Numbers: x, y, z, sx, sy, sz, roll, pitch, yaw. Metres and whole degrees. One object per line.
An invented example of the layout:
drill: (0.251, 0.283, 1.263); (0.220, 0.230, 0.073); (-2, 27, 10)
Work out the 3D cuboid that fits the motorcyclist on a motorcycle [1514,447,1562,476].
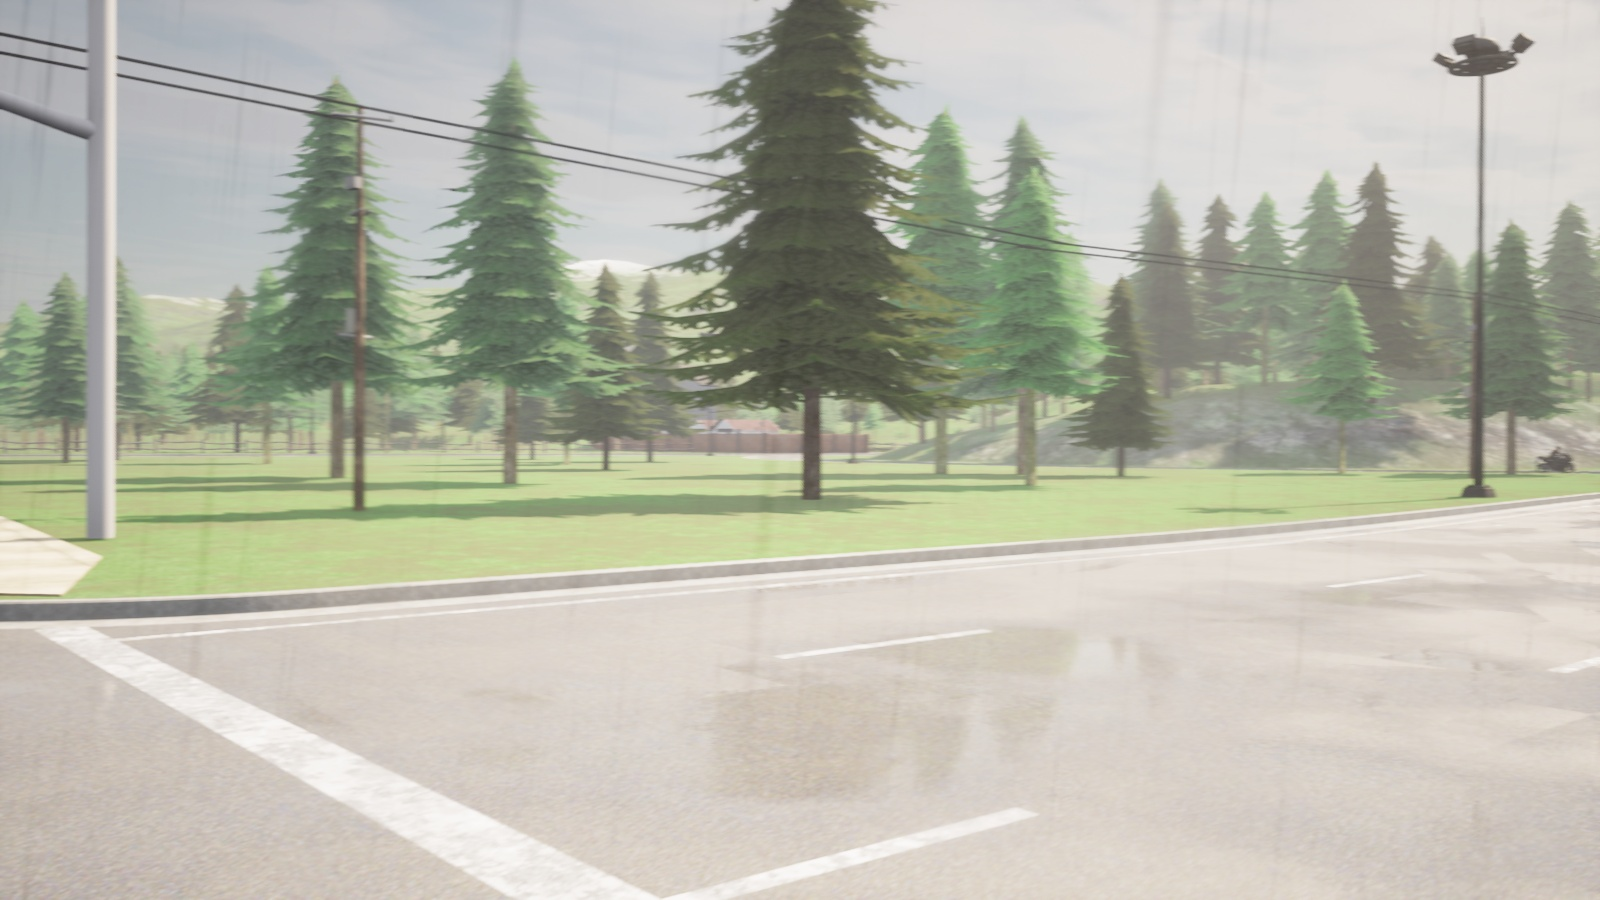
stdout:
motorcyclist on a motorcycle: (38.972, 0.591, 66.326); (2.044, 1.523, 0.797); (0, 0, 3)
